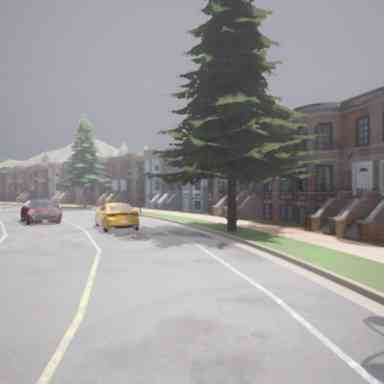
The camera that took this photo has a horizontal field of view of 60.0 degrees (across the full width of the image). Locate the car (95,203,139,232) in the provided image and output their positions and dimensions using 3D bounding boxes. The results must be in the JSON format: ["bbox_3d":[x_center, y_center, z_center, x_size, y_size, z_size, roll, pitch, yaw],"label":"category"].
[{"bbox_3d":[-4.503,1.380,19.576,1.882,1.535,5.008,0,0,-24],"label":"car"}]

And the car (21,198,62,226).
[{"bbox_3d":[-10.395,1.257,22.836,2.097,1.767,4.553,0,0,-32],"label":"car"}]

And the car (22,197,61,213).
[{"bbox_3d":[-16.387,1.341,36.027,4.902,1.511,2.128,0,0,44],"label":"car"}]
